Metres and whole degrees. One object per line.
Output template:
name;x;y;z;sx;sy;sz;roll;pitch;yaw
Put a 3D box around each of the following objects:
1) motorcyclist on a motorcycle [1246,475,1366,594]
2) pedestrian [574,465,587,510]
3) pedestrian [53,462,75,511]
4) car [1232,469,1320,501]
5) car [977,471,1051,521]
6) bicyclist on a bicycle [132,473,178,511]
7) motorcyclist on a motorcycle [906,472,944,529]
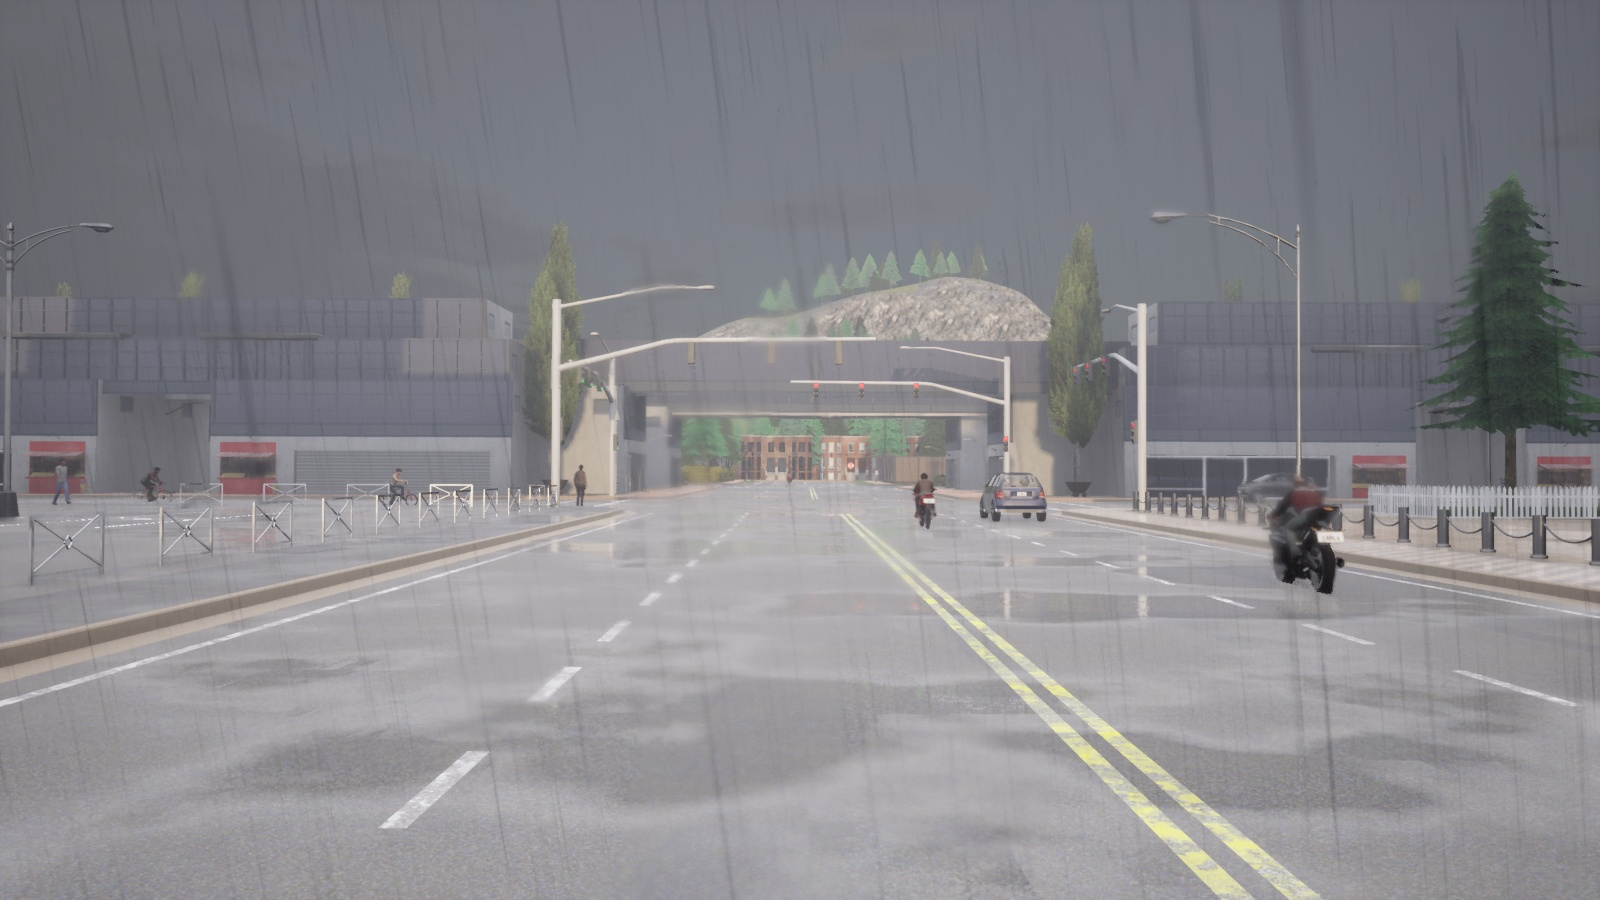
motorcyclist on a motorcycle;6.908;1.112;17.292;0.866;1.530;2.191;-1;-1;4
pedestrian;-8.862;1.500;50.783;0.328;1.805;0.869;0;-1;2
pedestrian;-28.086;1.388;47.910;0.706;1.836;0.354;-1;-1;22
car;23.916;1.756;63.184;3.705;1.549;1.789;0;-1;0
car;6.895;1.449;40.792;1.789;1.549;3.705;0;-1;0
bicyclist on a bicycle;-27.086;1.759;52.754;1.656;1.620;0.582;0;-1;2
motorcyclist on a motorcycle;3.412;1.360;34.426;0.797;1.523;2.044;0;-1;-1
